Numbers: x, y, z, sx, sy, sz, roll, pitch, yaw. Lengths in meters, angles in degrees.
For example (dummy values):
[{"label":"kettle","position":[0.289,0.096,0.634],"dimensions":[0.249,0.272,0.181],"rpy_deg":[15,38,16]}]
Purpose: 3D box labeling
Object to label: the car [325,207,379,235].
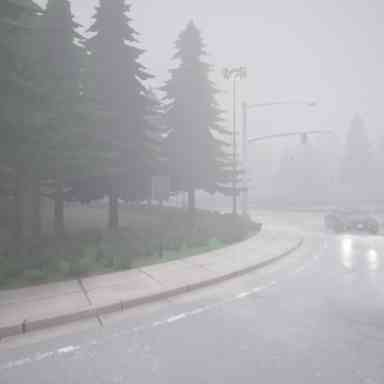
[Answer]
[{"label":"car","position":[8.810,1.537,18.655],"dimensions":[1.994,1.385,4.181],"rpy_deg":[0,0,10]}]
